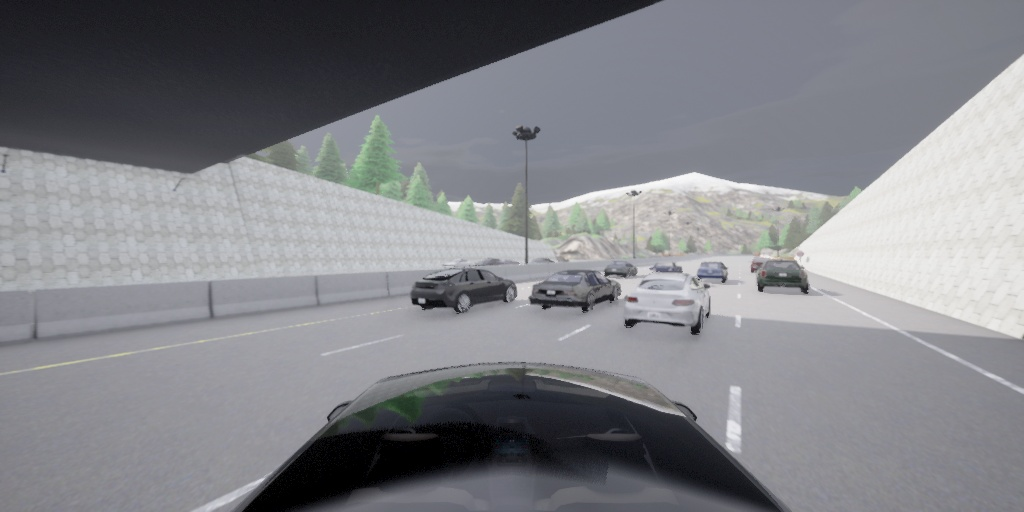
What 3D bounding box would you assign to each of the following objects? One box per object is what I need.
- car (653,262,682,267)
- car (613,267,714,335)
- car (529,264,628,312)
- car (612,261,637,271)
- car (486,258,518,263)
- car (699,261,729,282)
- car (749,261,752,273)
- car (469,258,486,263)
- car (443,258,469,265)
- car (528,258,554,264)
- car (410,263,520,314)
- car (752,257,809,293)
[{"bbox_3d":[13.130,1.131,30.339,1.895,1.301,4.718,0,0,32],"label":"car"},{"bbox_3d":[4.584,1.207,10.392,1.812,1.442,4.674,0,0,32],"label":"car"},{"bbox_3d":[2.622,1.215,13.829,2.033,1.411,5.357,0,0,32],"label":"car"},{"bbox_3d":[9.457,1.103,31.088,1.994,1.385,4.181,0,0,32],"label":"car"},{"bbox_3d":[-0.691,1.076,41.559,1.994,1.385,4.181,0,0,33],"label":"car"},{"bbox_3d":[14.655,1.097,26.217,2.033,1.411,5.357,0,0,32],"label":"car"},{"bbox_3d":[25.197,0.928,36.259,1.882,1.535,5.008,0,0,32],"label":"car"},{"bbox_3d":[-2.802,1.006,44.754,1.837,1.490,4.892,0,0,33],"label":"car"},{"bbox_3d":[-6.779,1.039,45.034,1.812,1.442,4.674,0,0,33],"label":"car"},{"bbox_3d":[3.170,1.006,41.099,1.837,1.490,4.892,0,0,33],"label":"car"},{"bbox_3d":[-1.626,1.189,13.674,1.837,1.490,4.892,0,0,32],"label":"car"},{"bbox_3d":[14.620,0.940,19.643,2.097,1.767,4.553,0,0,32],"label":"car"}]
